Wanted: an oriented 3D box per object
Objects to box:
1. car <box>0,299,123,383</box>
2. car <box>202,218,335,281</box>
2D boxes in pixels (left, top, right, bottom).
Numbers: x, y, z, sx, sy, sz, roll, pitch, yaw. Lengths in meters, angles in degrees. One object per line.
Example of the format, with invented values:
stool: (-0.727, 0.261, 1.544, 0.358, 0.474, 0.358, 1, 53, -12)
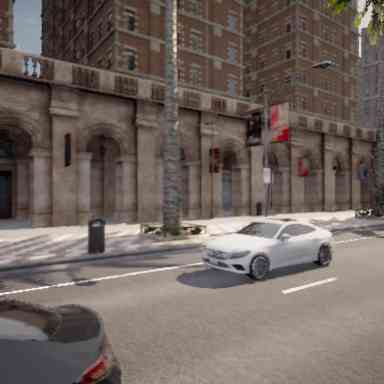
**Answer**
car: (-2.753, 1.523, 2.028, 4.674, 1.442, 1.812, 0, 0, -35)
car: (2.466, 1.541, 10.046, 4.674, 1.442, 1.812, 0, 0, -35)
